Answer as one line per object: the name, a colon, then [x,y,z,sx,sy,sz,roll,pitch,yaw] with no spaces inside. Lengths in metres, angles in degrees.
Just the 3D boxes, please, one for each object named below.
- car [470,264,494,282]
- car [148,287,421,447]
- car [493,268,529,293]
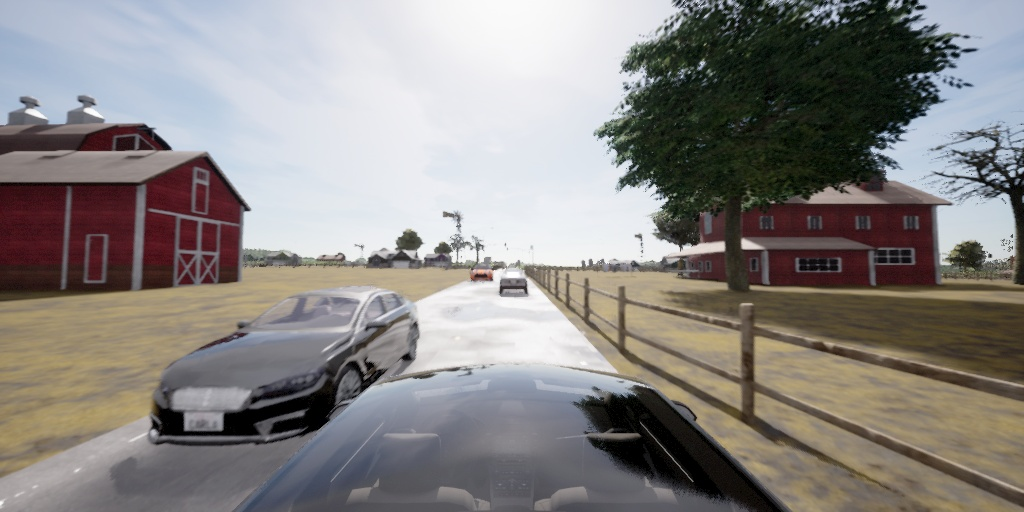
car: [-2.845,1.586,35.101,2.097,1.767,4.553,0,-1,0]
car: [-2.841,1.293,5.756,2.128,1.511,4.902,0,-1,0]
car: [0.103,1.591,23.405,2.033,1.411,5.357,0,-1,0]
